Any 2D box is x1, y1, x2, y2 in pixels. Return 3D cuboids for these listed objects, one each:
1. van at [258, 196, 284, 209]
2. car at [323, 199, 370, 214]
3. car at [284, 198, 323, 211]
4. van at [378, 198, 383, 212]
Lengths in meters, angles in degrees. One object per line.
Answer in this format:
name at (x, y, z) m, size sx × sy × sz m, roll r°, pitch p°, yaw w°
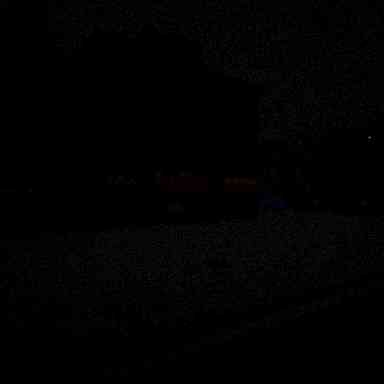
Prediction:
van at (10.800, 1.429, 45.561) m, size 1.690 × 1.788 × 3.998 m, roll 0°, pitch 0°, yaw -36°
car at (17.203, 1.496, 36.677) m, size 1.967 × 1.590 × 4.097 m, roll 0°, pitch 0°, yaw -36°
car at (14.002, 1.512, 41.119) m, size 1.967 × 1.590 × 4.097 m, roll 0°, pitch 0°, yaw -36°
van at (20.403, 1.381, 32.235) m, size 1.690 × 1.788 × 3.998 m, roll 0°, pitch 0°, yaw -36°
